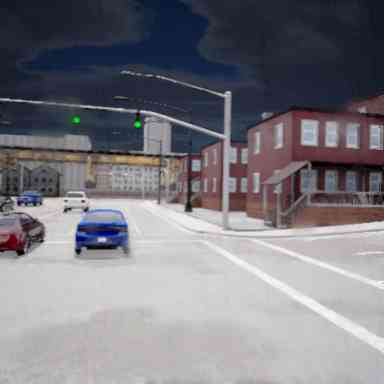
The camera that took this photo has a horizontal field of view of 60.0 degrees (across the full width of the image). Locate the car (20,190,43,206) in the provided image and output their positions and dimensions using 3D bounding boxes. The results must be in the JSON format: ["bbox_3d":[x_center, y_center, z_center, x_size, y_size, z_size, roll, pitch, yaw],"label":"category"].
[{"bbox_3d":[-21.155,0.794,43.741,2.150,2.045,5.566,1,0,-12],"label":"car"}]

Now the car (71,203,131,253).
[{"bbox_3d":[-3.496,1.417,13.376,1.882,1.535,5.008,1,0,-13],"label":"car"}]

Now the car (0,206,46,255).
[{"bbox_3d":[-6.896,1.422,12.538,1.994,1.385,4.181,1,0,-13],"label":"car"}]

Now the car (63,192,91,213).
[{"bbox_3d":[-11.659,1.001,33.914,2.150,2.045,5.566,1,0,-13],"label":"car"}]

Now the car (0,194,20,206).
[{"bbox_3d":[-18.606,1.120,32.125,1.837,1.490,4.892,1,0,-12],"label":"car"}]
